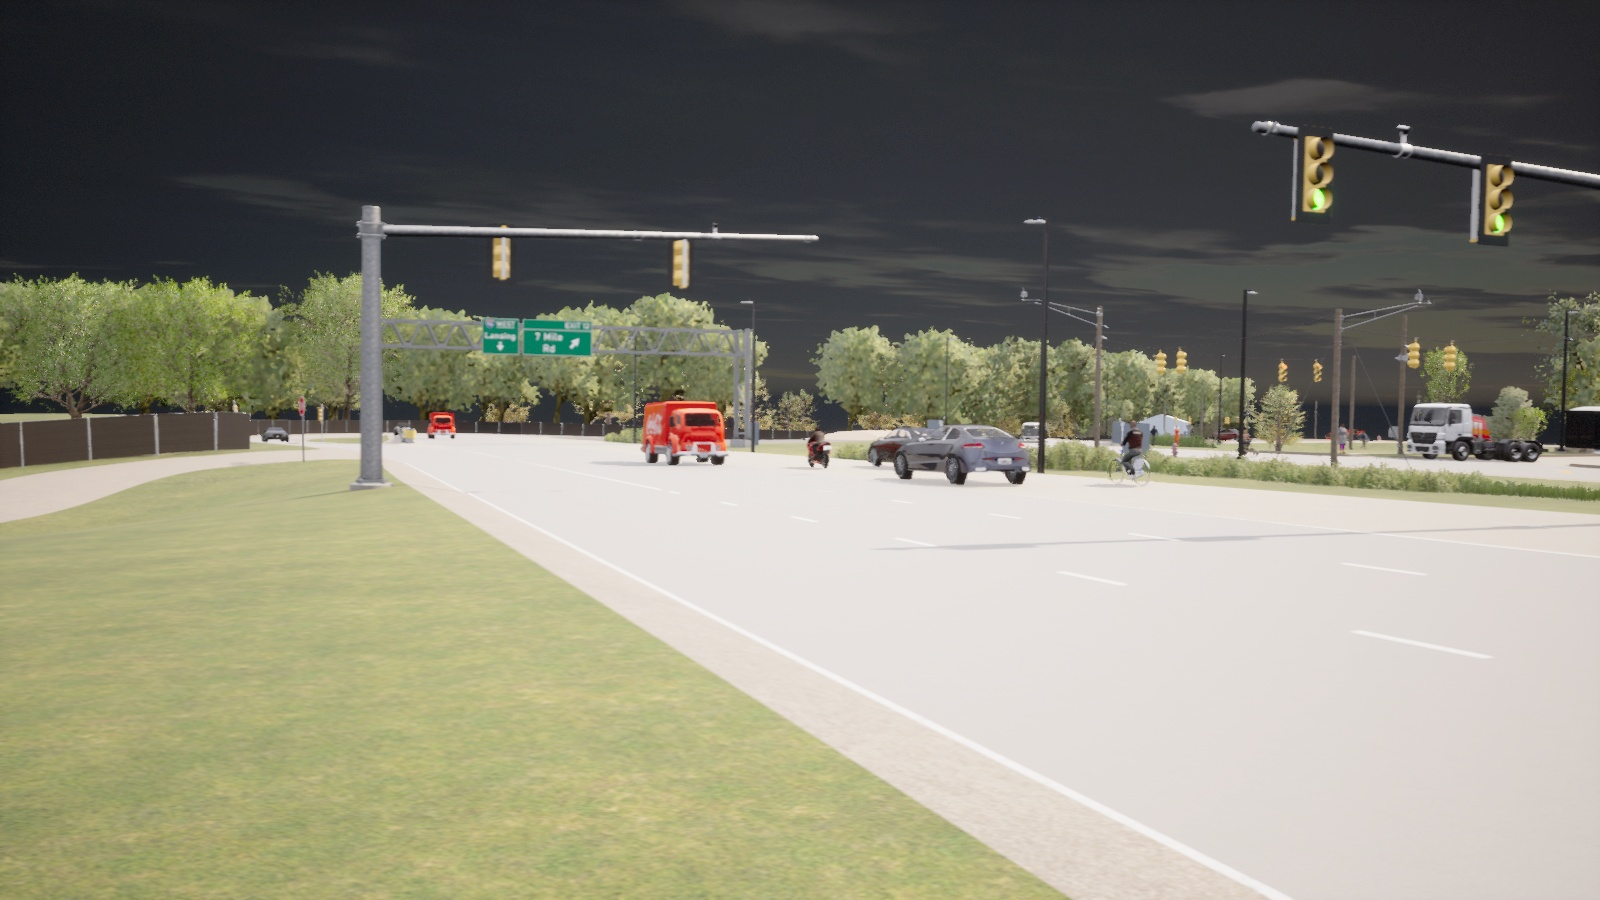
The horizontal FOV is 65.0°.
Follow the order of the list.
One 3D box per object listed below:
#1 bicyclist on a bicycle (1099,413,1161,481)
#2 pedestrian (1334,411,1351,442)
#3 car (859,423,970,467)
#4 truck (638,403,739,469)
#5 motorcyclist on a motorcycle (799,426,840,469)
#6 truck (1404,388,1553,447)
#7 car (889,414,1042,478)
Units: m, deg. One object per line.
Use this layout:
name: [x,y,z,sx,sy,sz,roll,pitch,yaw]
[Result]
bicyclist on a bicycle: [8.915,-0.104,33.994,0.659,1.776,1.843,-1,2,-21]
pedestrian: [33.891,-1.468,78.493,0.659,1.952,0.873,0,3,0]
car: [4.168,-0.202,46.608,2.128,1.511,4.902,-1,1,-21]
truck: [-4.478,-0.569,49.681,2.627,2.467,5.204,-1,1,-21]
motorcyclist on a motorcycle: [0.693,-0.106,45.907,0.797,1.523,2.044,-1,1,-21]
truck: [40.598,-1.961,75.185,7.936,3.462,2.891,0,2,-15]
car: [4.570,-0.159,35.599,2.152,1.651,5.027,-1,1,-21]
